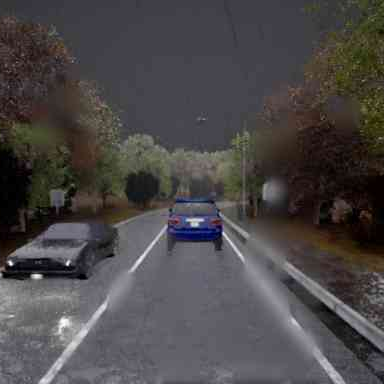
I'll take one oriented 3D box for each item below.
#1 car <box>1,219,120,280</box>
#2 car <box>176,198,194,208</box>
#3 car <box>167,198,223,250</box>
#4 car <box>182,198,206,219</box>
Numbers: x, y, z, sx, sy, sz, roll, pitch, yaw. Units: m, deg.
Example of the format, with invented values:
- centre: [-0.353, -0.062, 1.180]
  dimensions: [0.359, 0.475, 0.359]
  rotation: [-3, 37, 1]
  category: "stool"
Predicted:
- centre: [-3.595, 1.584, 10.360]
  dimensions: [2.033, 1.411, 5.357]
  rotation: [0, 0, 0]
  category: "car"
- centre: [-1.037, 1.759, 53.560]
  dimensions: [1.994, 1.385, 4.181]
  rotation: [1, 0, 11]
  category: "car"
- centre: [0.107, 1.275, 14.756]
  dimensions: [2.150, 2.045, 5.566]
  rotation: [0, 0, 0]
  category: "car"
- centre: [0.283, 1.478, 31.637]
  dimensions: [2.097, 1.767, 4.553]
  rotation: [0, 0, 2]
  category: "car"
